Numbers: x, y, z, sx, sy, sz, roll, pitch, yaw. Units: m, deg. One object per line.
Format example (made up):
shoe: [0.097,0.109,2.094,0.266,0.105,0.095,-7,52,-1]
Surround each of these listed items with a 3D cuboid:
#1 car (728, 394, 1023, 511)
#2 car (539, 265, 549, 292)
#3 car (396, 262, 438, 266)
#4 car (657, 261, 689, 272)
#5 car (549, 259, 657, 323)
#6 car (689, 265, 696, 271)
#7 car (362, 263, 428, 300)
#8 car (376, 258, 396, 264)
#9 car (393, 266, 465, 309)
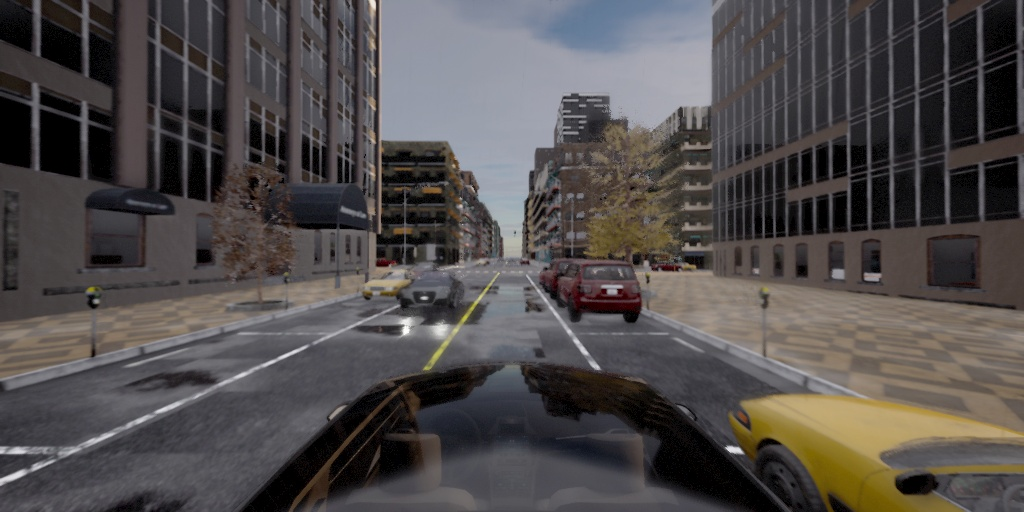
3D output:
car: [2.692,1.277,1.108,1.751,1.417,4.829,0,0,0]
car: [2.690,1.035,17.616,2.192,1.841,5.009,0,0,0]
car: [-5.690,1.149,23.177,1.967,1.591,4.097,0,0,0]
car: [20.832,1.413,47.884,4.097,1.591,1.967,0,0,0]
car: [2.691,1.045,12.057,2.192,1.841,5.009,0,0,0]
car: [26.243,1.651,56.240,4.829,1.417,1.751,0,0,0]
car: [-5.690,1.245,17.447,1.751,1.417,4.829,0,0,0]
car: [-17.265,0.922,47.559,4.507,1.381,1.888,0,0,0]
car: [-3.099,1.289,14.670,1.994,1.385,4.181,0,0,0]
